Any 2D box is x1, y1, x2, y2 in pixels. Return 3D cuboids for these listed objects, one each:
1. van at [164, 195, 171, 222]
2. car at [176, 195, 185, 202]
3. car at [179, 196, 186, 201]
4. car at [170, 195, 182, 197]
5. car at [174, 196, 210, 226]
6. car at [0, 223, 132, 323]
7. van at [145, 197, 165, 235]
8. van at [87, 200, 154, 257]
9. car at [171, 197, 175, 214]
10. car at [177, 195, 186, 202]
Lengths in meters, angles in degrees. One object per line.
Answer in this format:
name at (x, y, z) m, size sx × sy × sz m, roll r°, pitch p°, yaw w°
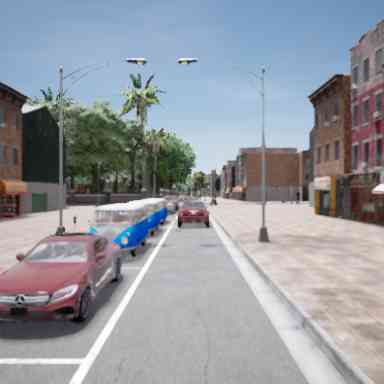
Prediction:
van at (-2.639, 1.344, 23.551) m, size 1.690 × 1.788 × 3.998 m, roll 0°, pitch 0°, yaw 0°
car at (-2.645, 1.560, 78.092) m, size 1.967 × 1.590 × 4.097 m, roll 0°, pitch 0°, yaw 0°
car at (-2.646, 1.790, 95.157) m, size 1.802 × 1.307 × 4.206 m, roll 0°, pitch 0°, yaw 0°
car at (-2.641, 1.326, 39.943) m, size 2.192 × 1.841 × 5.009 m, roll 0°, pitch 0°, yaw 0°
car at (0.097, 1.355, 23.324) m, size 2.097 × 1.767 × 4.553 m, roll 0°, pitch 0°, yaw 0°
car at (-2.638, 1.582, 7.158) m, size 1.802 × 1.307 × 4.206 m, roll 0°, pitch 0°, yaw 0°
van at (-2.639, 1.343, 18.087) m, size 1.690 × 1.788 × 3.998 m, roll 0°, pitch 0°, yaw 0°
van at (-2.639, 1.342, 12.622) m, size 1.690 × 1.788 × 3.998 m, roll 0°, pitch 0°, yaw 0°
car at (-2.640, 1.557, 34.479) m, size 2.008 × 1.369 × 4.403 m, roll 0°, pitch 0°, yaw 0°
car at (-2.645, 1.587, 83.780) m, size 1.967 × 1.590 × 4.097 m, roll 0°, pitch 0°, yaw 0°
